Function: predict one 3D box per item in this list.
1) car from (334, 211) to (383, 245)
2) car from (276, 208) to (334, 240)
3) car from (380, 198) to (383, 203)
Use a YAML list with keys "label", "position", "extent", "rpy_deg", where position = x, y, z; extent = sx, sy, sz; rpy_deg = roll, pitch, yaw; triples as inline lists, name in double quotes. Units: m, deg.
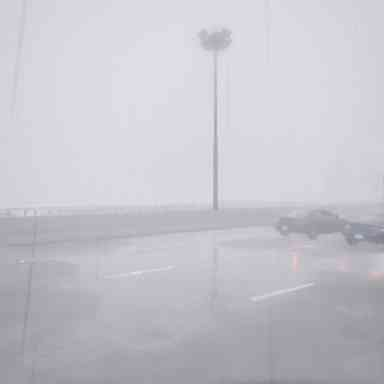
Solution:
- label: "car"
  position: [8.269, 1.530, 14.066]
  extent: [4.674, 1.442, 1.812]
  rpy_deg: [0, 0, -35]
- label: "car"
  position: [6.236, 1.530, 16.916]
  extent: [4.674, 1.442, 1.812]
  rpy_deg: [0, 0, -35]
- label: "car"
  position: [39.622, 1.484, 66.524]
  extent: [4.674, 1.442, 1.812]
  rpy_deg: [0, 0, -35]
